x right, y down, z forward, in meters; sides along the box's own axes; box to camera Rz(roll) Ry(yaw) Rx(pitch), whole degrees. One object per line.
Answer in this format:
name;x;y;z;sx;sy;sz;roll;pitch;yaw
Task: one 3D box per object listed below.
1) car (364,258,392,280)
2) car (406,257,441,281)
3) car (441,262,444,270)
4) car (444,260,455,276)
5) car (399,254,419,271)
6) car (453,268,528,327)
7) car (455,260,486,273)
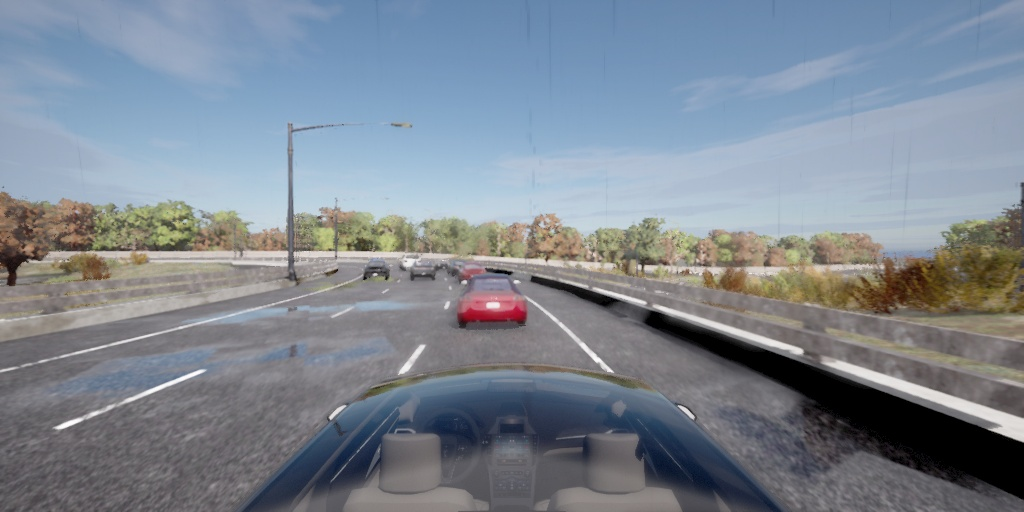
car;-10.999;1.126;29.420;1.837;1.490;4.892;0;1;-16
car;-7.143;1.101;28.654;2.128;1.511;4.902;0;0;-16
car;-8.928;1.118;44.676;1.895;1.301;4.718;0;0;-23
car;-4.954;1.097;33.628;1.812;1.442;4.674;0;0;-17
car;-12.680;0.755;44.580;2.150;2.045;5.566;0;1;-23
car;-0.667;1.256;11.403;1.994;1.385;4.181;0;0;-5
car;-2.763;1.143;24.745;1.812;1.442;4.674;0;1;-11
